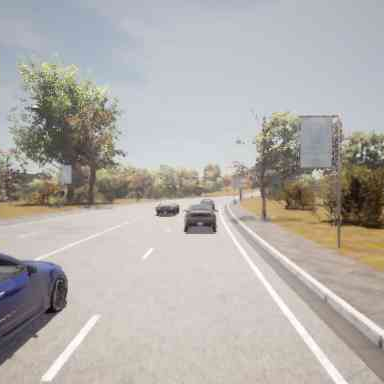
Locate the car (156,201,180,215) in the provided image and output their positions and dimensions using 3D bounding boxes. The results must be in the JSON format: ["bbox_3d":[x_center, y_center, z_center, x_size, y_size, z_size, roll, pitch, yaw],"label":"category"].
[{"bbox_3d":[-2.299,1.577,32.900,1.895,1.301,4.718,0,0,4],"label":"car"}]

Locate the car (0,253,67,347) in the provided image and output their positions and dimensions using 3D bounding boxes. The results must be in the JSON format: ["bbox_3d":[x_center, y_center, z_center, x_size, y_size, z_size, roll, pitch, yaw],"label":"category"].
[{"bbox_3d":[-3.363,1.517,4.620,1.812,1.442,4.674,0,0,1],"label":"car"}]

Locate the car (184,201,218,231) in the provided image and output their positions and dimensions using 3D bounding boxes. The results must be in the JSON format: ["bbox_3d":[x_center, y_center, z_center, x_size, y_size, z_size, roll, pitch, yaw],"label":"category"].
[{"bbox_3d":[0.544,1.493,20.410,1.837,1.490,4.892,0,0,2],"label":"car"}]

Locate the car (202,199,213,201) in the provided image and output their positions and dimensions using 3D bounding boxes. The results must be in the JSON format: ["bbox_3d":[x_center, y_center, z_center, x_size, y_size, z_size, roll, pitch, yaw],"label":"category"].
[{"bbox_3d":[1.922,1.542,42.000,1.994,1.385,4.181,0,0,5],"label":"car"}]
